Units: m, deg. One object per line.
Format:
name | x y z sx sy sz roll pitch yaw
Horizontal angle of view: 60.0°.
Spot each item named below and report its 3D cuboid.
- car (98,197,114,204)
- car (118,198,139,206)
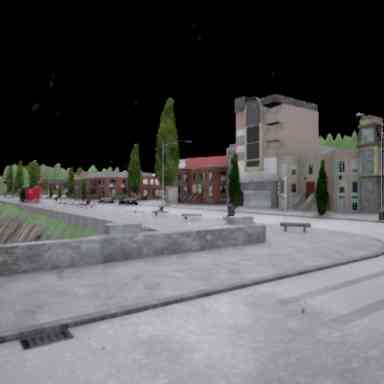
car | -16.613 1.594 64.406 1.994 1.385 4.181 0 0 -35
car | -10.813 1.631 56.269 1.895 1.301 4.718 0 0 -35
